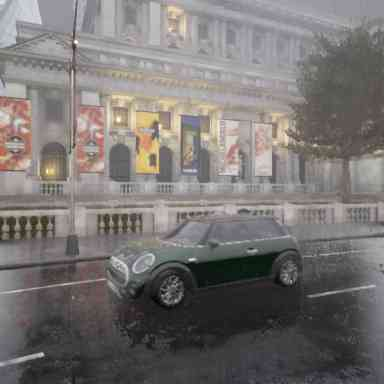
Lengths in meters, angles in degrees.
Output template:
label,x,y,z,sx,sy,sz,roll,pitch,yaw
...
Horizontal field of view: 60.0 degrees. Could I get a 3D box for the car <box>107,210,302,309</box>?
label,x,y,z,sx,sy,sz,roll,pitch,yaw
car,0.367,1.352,7.876,4.553,1.767,2.097,0,0,-28
